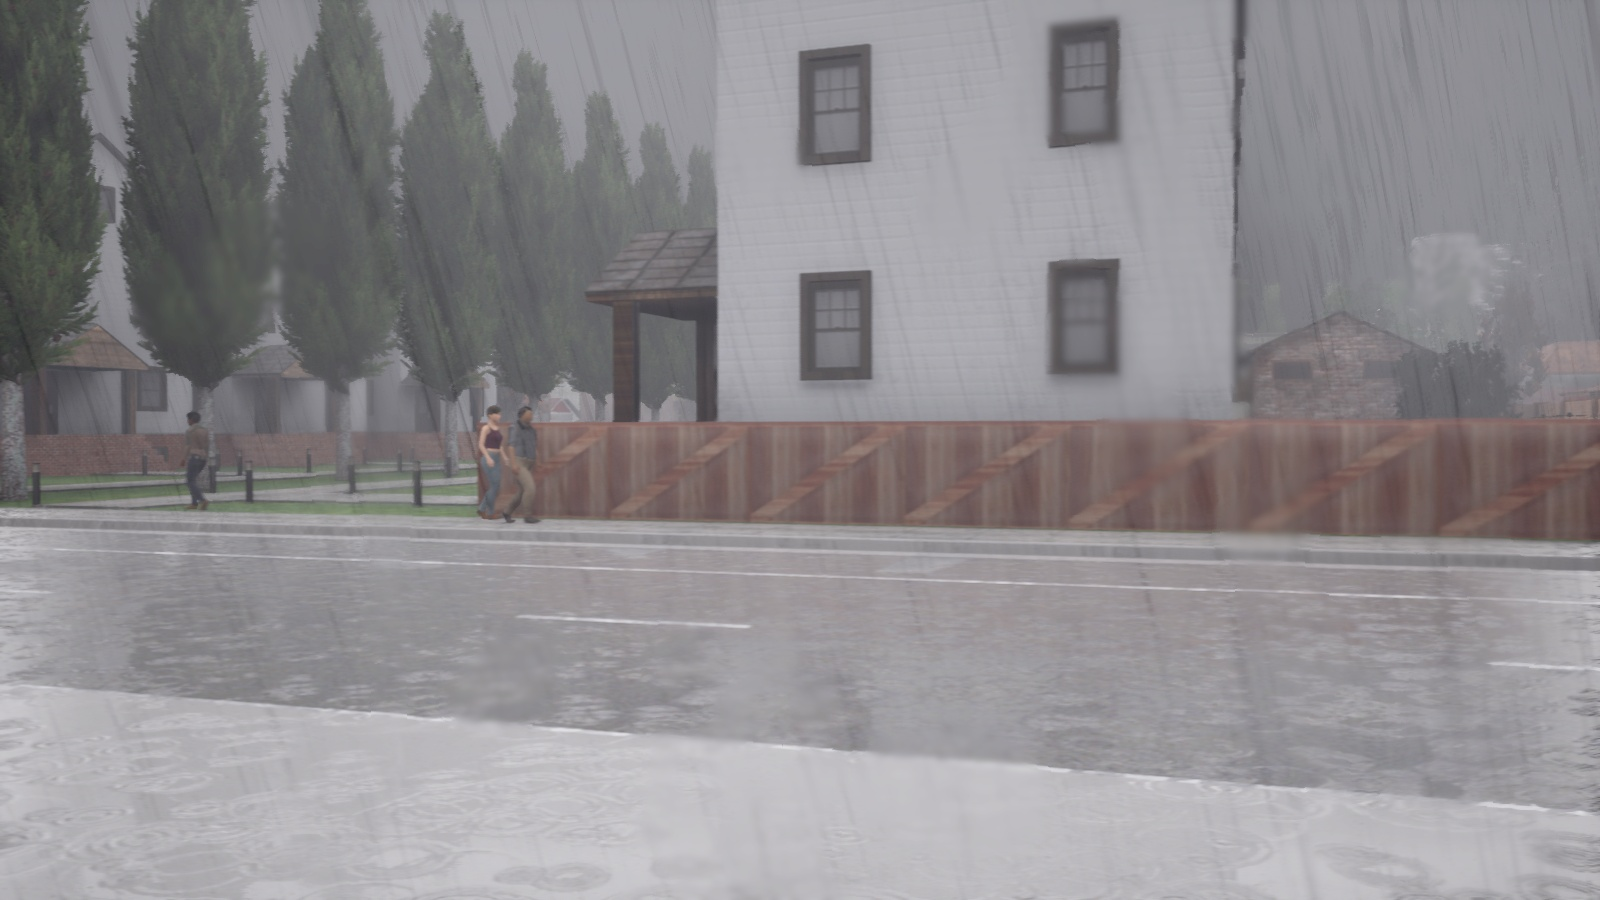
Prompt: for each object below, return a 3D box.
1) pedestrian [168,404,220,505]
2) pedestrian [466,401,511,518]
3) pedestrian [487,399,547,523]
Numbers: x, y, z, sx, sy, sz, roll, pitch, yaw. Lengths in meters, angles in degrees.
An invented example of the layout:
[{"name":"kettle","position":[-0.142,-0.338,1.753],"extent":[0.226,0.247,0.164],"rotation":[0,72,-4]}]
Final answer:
[{"name":"pedestrian","position":[-10.948,0.077,22.678],"extent":[0.869,1.805,0.328],"rotation":[1,1,19]},{"name":"pedestrian","position":[-4.957,0.143,19.983],"extent":[0.594,1.836,0.345],"rotation":[1,1,20]},{"name":"pedestrian","position":[-4.302,0.160,19.092],"extent":[0.694,1.848,0.540],"rotation":[1,1,25]}]
